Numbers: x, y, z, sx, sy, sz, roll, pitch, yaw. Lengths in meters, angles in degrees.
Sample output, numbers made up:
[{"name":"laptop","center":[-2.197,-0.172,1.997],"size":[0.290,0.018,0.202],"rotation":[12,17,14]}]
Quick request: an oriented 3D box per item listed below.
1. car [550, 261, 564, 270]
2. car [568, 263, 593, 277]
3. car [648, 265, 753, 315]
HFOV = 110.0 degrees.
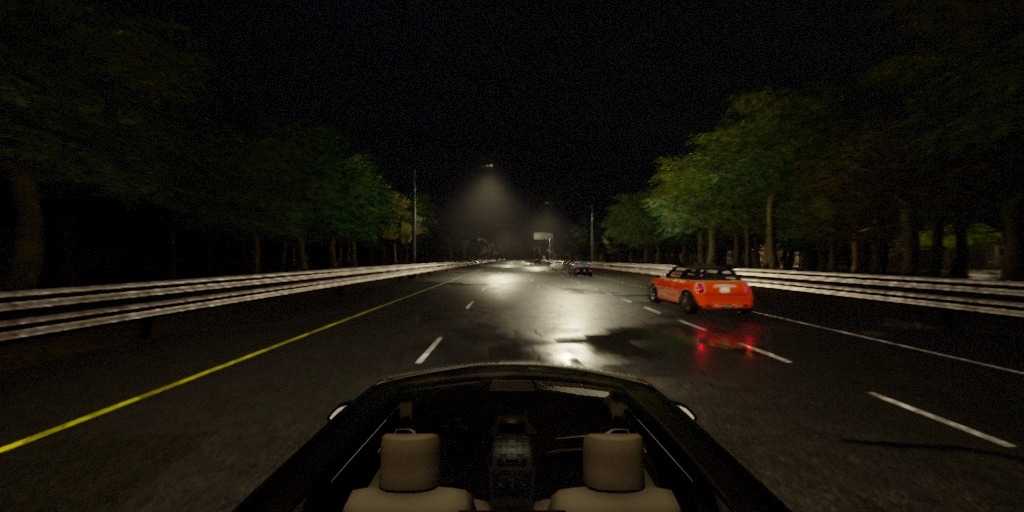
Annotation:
[{"name":"car","center":[7.123,1.553,57.298],"size":[1.812,1.442,4.674],"rotation":[0,0,0]},{"name":"car","center":[7.039,1.450,37.318],"size":[2.033,1.411,5.357],"rotation":[0,0,0]},{"name":"car","center":[6.998,1.130,13.906],"size":[2.097,1.767,4.553],"rotation":[0,0,0]}]
